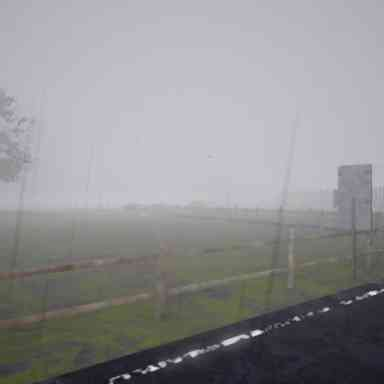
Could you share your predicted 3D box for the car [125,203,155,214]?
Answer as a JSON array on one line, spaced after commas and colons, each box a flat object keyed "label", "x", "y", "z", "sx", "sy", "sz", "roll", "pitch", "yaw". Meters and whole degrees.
[{"label": "car", "x": -8.299, "y": 2.608, "z": 52.227, "sx": 2.033, "sy": 1.411, "sz": 5.357, "roll": 0, "pitch": -1, "yaw": -34}]

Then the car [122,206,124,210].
[{"label": "car", "x": -11.287, "y": 2.740, "z": 61.529, "sx": 1.882, "sy": 1.535, "sz": 5.008, "roll": 0, "pitch": -1, "yaw": -34}]

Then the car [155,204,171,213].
[{"label": "car", "x": -5.312, "y": 2.601, "z": 52.875, "sx": 2.033, "sy": 1.411, "sz": 5.357, "roll": 0, "pitch": -1, "yaw": -34}]
